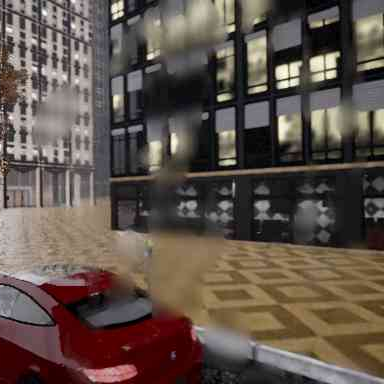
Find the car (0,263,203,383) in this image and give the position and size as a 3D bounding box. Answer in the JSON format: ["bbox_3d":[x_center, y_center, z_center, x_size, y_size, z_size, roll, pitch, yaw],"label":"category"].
[{"bbox_3d":[-1.824,1.590,4.191,4.206,1.307,1.802,0,-1,36],"label":"car"}]
